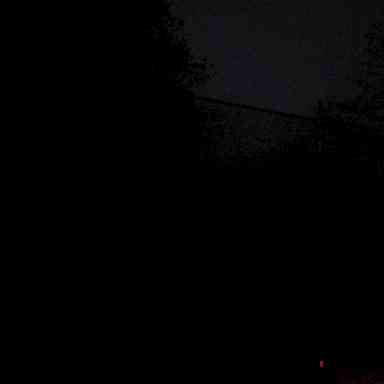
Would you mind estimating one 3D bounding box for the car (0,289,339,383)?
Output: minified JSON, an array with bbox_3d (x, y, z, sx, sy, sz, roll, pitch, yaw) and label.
[{"bbox_3d":[-1.221,1.547,2.195,5.357,1.411,2.033,0,0,-35],"label":"car"}]
